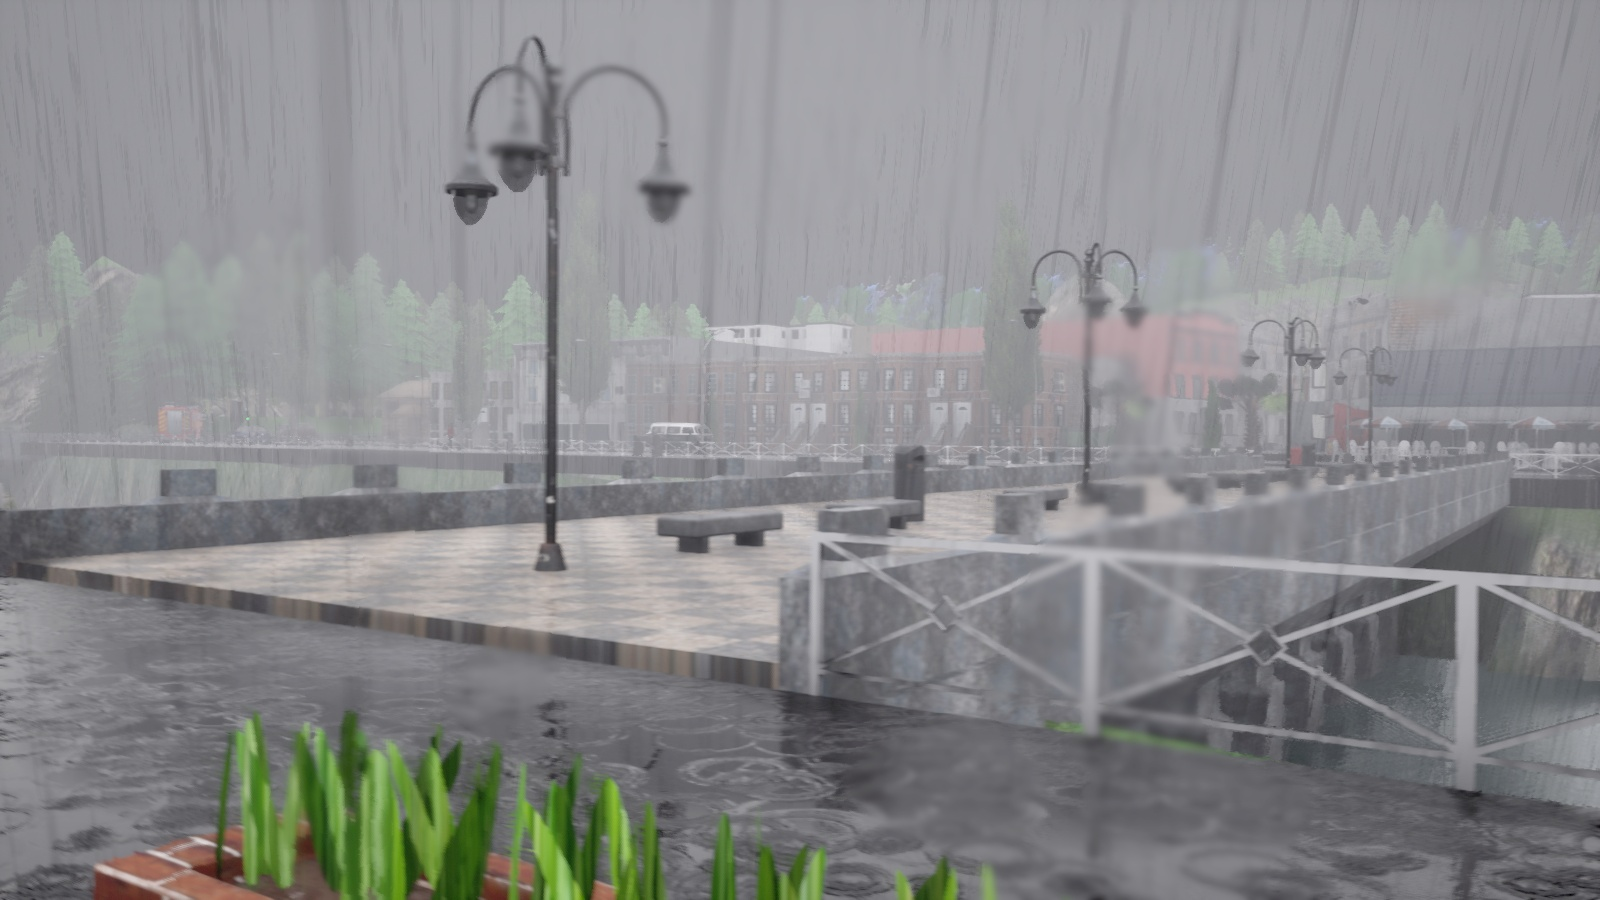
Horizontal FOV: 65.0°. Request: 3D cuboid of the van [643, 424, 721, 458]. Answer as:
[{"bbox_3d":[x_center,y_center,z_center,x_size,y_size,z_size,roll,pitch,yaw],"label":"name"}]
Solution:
[{"bbox_3d":[-7.377,-0.548,78.346,4.480,2.038,2.069,0,1,34],"label":"van"}]
